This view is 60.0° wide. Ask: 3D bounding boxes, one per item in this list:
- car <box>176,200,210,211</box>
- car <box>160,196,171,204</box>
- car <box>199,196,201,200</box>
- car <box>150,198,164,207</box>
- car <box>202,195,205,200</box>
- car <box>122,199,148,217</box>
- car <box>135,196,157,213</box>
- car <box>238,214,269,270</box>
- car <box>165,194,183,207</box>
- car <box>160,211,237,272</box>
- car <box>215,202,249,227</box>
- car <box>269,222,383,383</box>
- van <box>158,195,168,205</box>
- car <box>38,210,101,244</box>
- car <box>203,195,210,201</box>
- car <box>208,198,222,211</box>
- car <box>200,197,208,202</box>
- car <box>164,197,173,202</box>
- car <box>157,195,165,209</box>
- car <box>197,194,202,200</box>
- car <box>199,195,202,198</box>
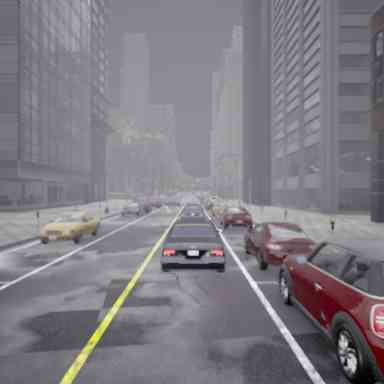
[{"bbox_3d":[0.075,1.620,25.802,2.033,1.411,5.357,0,0,1],"label":"car"},{"bbox_3d":[-5.674,1.665,70.566,1.967,1.590,4.097,0,0,0],"label":"car"},{"bbox_3d":[2.837,1.737,59.687,2.008,1.369,4.403,0,0,0],"label":"car"},{"bbox_3d":[-5.695,1.711,54.287,1.887,1.381,4.507,0,0,0],"label":"car"},{"bbox_3d":[2.822,1.588,48.838,1.967,1.590,4.097,0,0,0],"label":"car"},{"bbox_3d":[-5.724,1.675,32.583,1.802,1.307,4.206,0,0,0],"label":"car"},{"bbox_3d":[-5.717,1.426,38.010,2.192,1.841,5.009,0,0,0],"label":"car"},{"bbox_3d":[2.773,1.611,10.863,1.802,1.307,4.206,0,0,0],"label":"car"},{"bbox_3d":[-2.996,1.517,53.847,2.097,1.767,4.553,0,0,0],"label":"car"},{"bbox_3d":[0.055,1.577,10.825,2.033,1.411,5.357,0,0,1],"label":"car"},{"bbox_3d":[2.787,1.605,21.713,1.887,1.381,4.507,0,0,0],"label":"car"},{"bbox_3d":[2.766,1.455,5.438,1.967,1.590,4.097,0,0,0],"label":"car"},{"bbox_3d":[-5.682,1.547,65.140,1.690,1.788,3.998,0,0,0],"label":"van"},{"bbox_3d":[-5.745,1.569,16.135,1.752,1.417,4.829,0,0,0],"label":"car"},{"bbox_3d":[2.815,1.569,43.413,1.967,1.590,4.097,0,0,0],"label":"car"},{"bbox_3d":[2.802,1.619,32.733,1.752,1.417,4.829,0,0,0],"label":"car"},{"bbox_3d":[2.866,1.828,81.388,1.947,1.339,4.313,0,0,0],"label":"car"},{"bbox_3d":[-5.659,1.843,81.418,1.802,1.307,4.206,0,0,0],"label":"car"},{"bbox_3d":[-5.703,1.462,48.862,2.192,1.841,5.009,0,0,0],"label":"car"},{"bbox_3d":[2.851,1.540,70.539,2.192,1.841,5.009,0,0,0],"label":"car"},{"bbox_3d":[2.845,1.732,65.283,1.752,1.417,4.829,0,0,0],"label":"car"}]
